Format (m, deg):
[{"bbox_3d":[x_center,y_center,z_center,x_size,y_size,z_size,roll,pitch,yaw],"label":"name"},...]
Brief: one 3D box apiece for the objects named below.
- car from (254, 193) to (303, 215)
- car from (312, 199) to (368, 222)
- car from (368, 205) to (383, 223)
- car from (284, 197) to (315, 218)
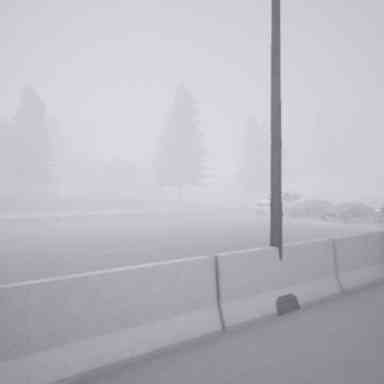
[{"bbox_3d":[8.376,1.122,31.450,5.566,2.045,2.150,0,0,-35],"label":"car"},{"bbox_3d":[11.875,1.452,25.349,5.357,1.411,2.033,0,0,-35],"label":"car"},{"bbox_3d":[14.561,1.254,22.963,4.553,1.767,2.097,0,0,-35],"label":"car"},{"bbox_3d":[10.498,1.405,28.663,4.892,1.490,1.837,0,0,-35],"label":"car"}]
